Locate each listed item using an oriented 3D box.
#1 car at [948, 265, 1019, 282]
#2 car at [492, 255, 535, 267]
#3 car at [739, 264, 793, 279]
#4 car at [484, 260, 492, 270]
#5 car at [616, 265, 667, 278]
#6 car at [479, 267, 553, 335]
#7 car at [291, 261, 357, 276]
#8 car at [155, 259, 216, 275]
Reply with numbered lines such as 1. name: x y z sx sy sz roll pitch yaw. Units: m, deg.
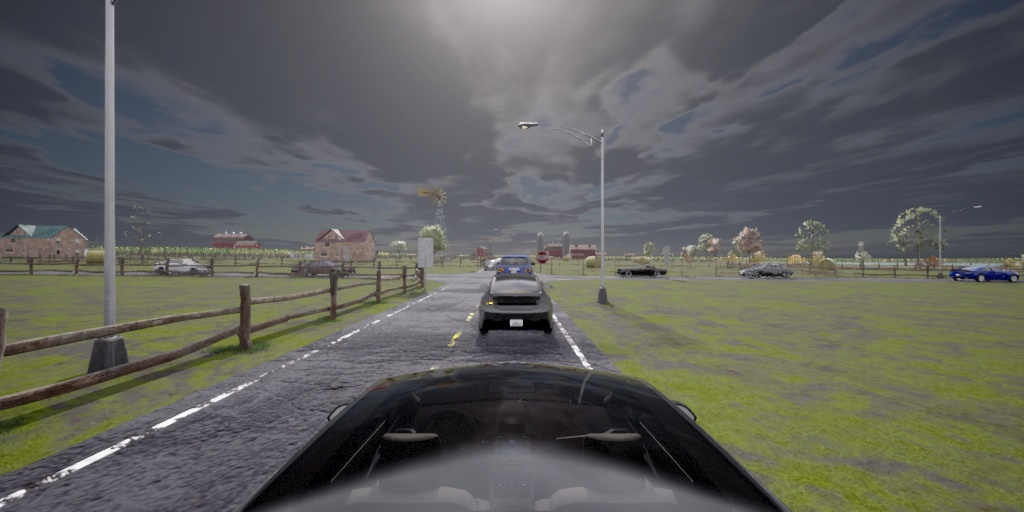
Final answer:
1. car: 44.708 1.657 33.990 5.008 1.535 1.882 1 -1 0
2. car: 0.279 0.976 22.774 2.150 2.045 5.566 0 0 3
3. car: 25.914 1.530 36.640 4.902 1.511 2.128 0 -1 -1
4. car: -2.850 1.255 49.841 2.128 1.511 4.902 0 0 0
5. car: 13.059 1.518 36.443 4.718 1.301 1.895 1 -1 -2
6. car: 0.098 1.260 10.546 1.837 1.490 4.892 0 0 0
7. car: -17.347 1.134 33.116 5.357 1.411 2.033 1 -1 -1
8. car: -29.985 0.981 32.953 4.674 1.442 1.812 1 -1 -1
